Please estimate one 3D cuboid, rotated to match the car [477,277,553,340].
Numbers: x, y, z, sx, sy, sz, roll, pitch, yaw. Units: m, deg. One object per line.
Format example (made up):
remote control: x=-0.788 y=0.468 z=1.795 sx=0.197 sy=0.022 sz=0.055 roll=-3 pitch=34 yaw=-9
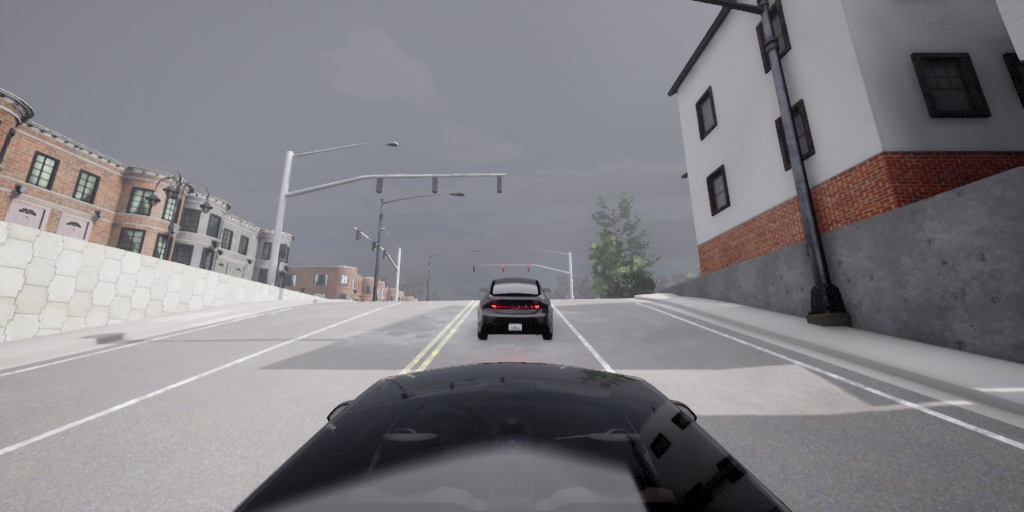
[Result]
car: x=0.090 y=1.350 z=10.353 sx=1.837 sy=1.490 sz=4.892 roll=0 pitch=0 yaw=0
